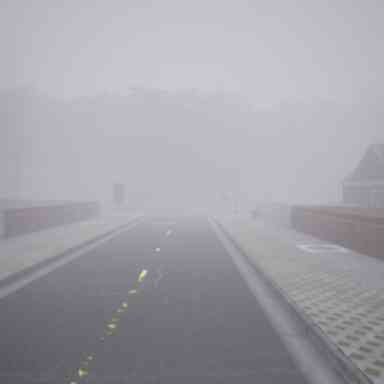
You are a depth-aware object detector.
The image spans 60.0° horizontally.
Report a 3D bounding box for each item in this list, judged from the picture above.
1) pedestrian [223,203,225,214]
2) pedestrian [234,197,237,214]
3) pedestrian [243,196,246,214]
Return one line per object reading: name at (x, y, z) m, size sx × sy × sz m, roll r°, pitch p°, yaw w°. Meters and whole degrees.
pedestrian at (3.517, 1.766, 35.901) m, size 0.500 × 1.100 × 0.500 m, roll -1°, pitch 1°, yaw 0°
pedestrian at (4.517, 1.367, 34.694) m, size 0.375 × 1.860 × 0.375 m, roll -1°, pitch 1°, yaw 0°
pedestrian at (5.517, 1.372, 35.293) m, size 0.375 × 1.860 × 0.375 m, roll -1°, pitch 1°, yaw 0°
